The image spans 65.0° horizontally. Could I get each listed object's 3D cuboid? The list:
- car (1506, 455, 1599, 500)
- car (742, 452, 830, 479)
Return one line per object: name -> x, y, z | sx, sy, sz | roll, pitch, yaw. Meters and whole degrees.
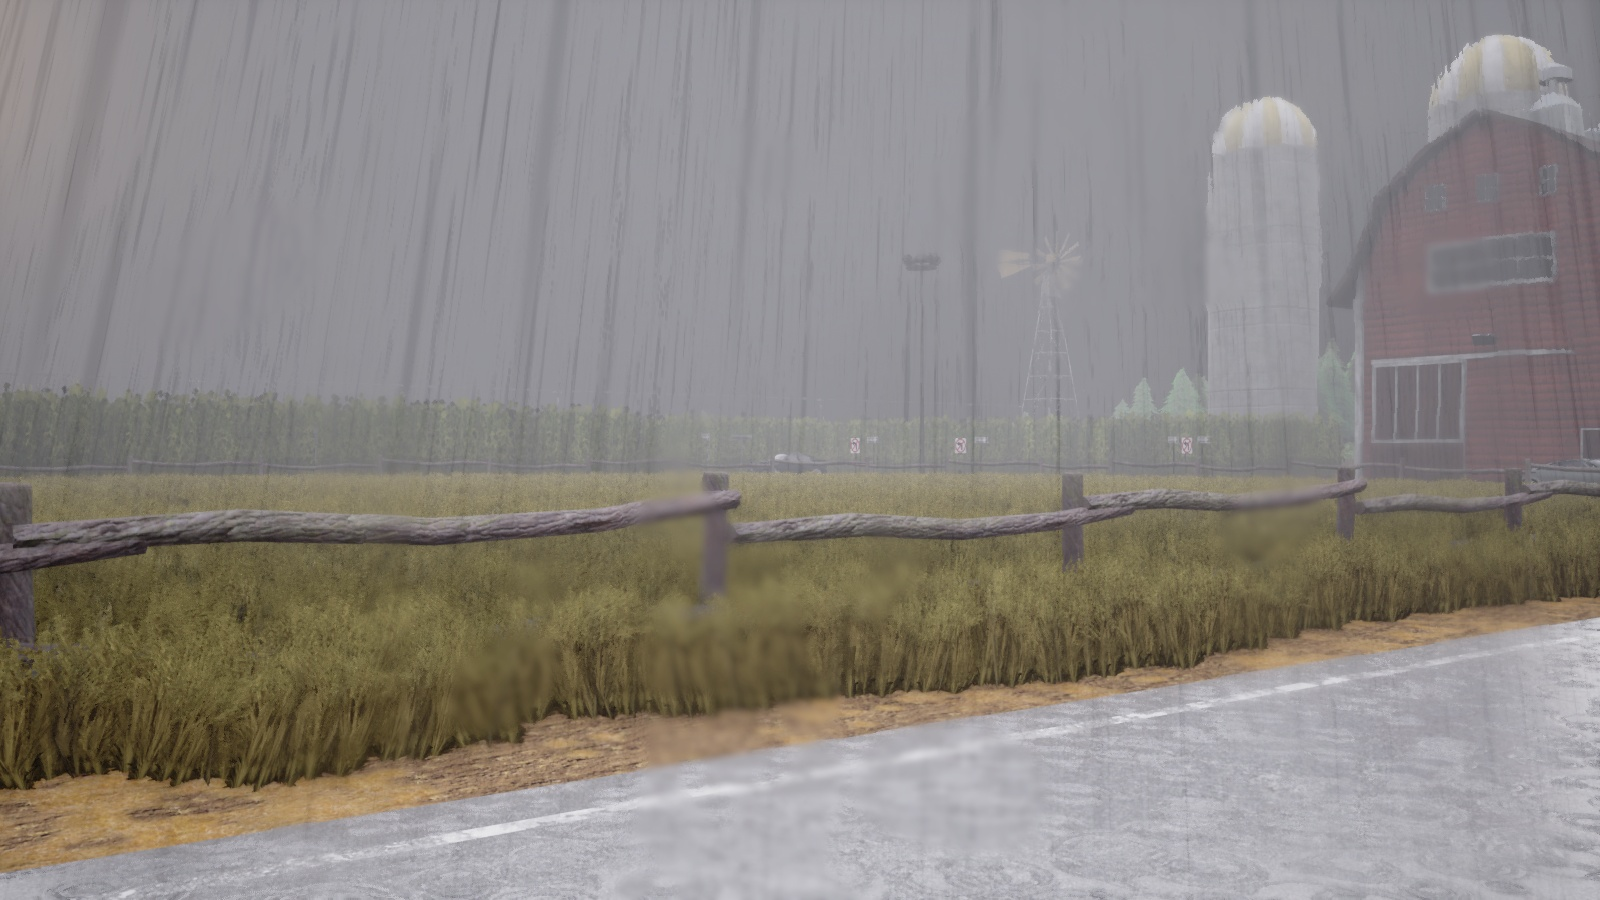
car -> 24.977, 0.853, 39.727 | 1.994, 1.385, 4.181 | 0, 0, -39
car -> -0.802, 0.904, 73.371 | 5.008, 1.535, 1.882 | 0, 0, -36
